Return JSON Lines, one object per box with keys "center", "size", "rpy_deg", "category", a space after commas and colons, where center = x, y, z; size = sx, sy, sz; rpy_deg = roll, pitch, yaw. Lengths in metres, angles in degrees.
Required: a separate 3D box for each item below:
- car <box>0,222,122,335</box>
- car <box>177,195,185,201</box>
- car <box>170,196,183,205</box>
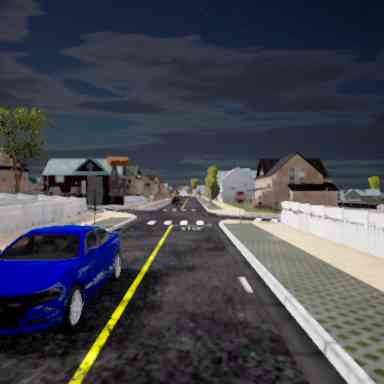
{"center": [-2.840, 1.475, 7.132], "size": [1.882, 1.535, 5.008], "rpy_deg": [0, 0, 0], "category": "car"}
{"center": [-2.763, 1.428, 83.513], "size": [1.994, 1.385, 4.181], "rpy_deg": [0, 0, 0], "category": "car"}
{"center": [-2.759, 1.571, 58.599], "size": [1.837, 1.490, 4.892], "rpy_deg": [0, 2, 0], "category": "car"}
